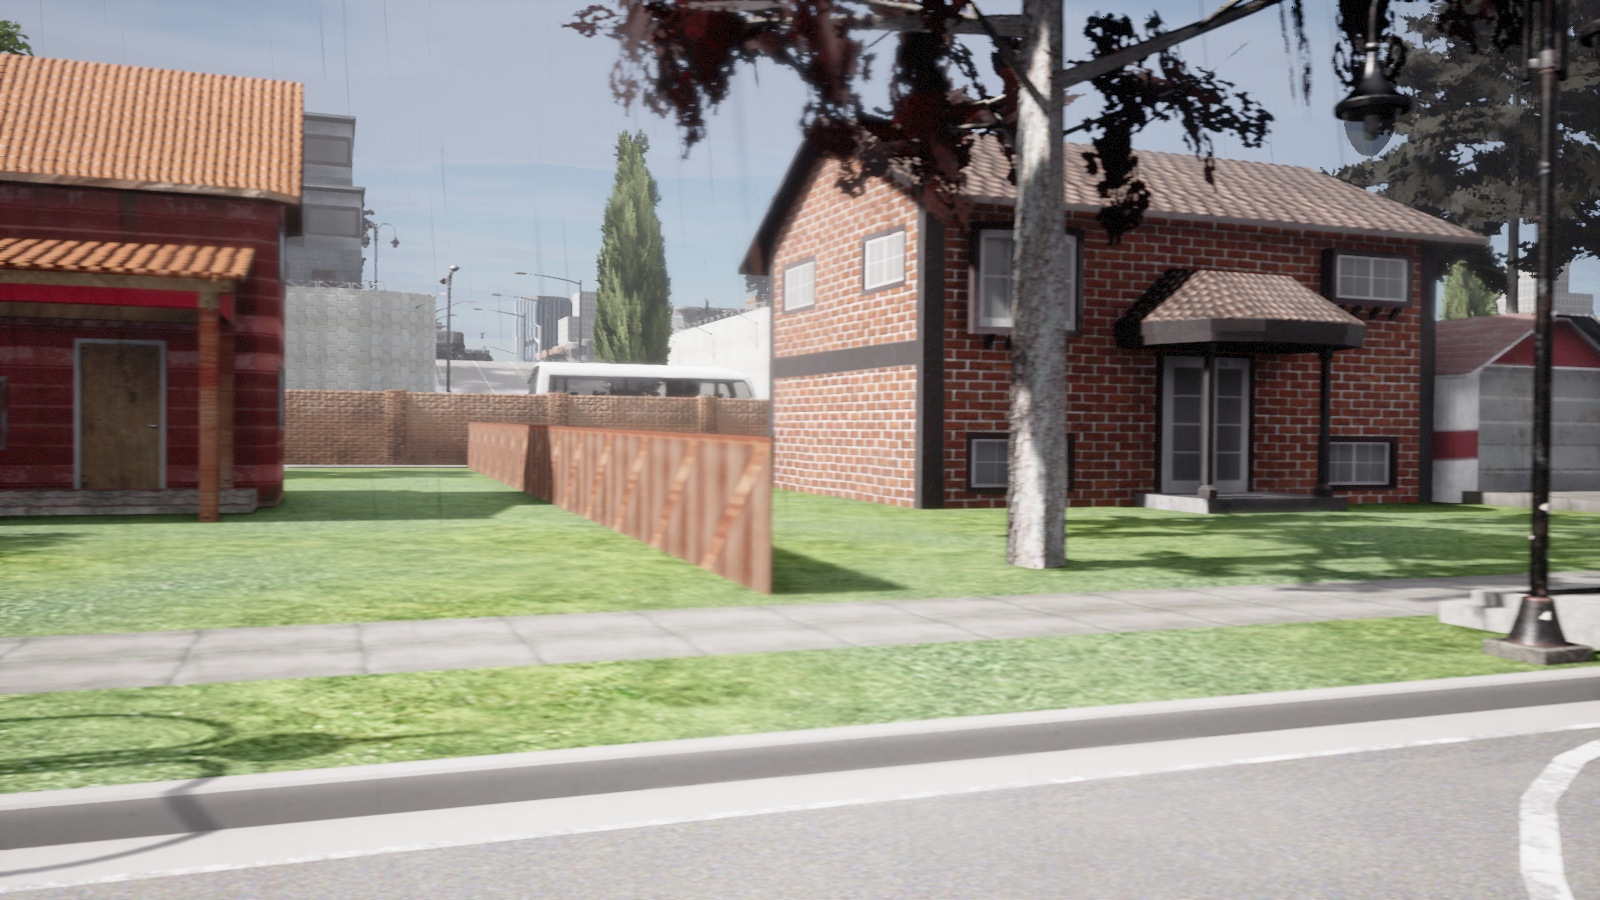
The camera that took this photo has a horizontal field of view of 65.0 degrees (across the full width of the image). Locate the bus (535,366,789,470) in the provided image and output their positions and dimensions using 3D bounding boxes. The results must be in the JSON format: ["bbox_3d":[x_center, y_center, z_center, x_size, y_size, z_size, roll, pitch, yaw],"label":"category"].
[{"bbox_3d":[-6.021,-1.403,54.648,10.273,4.253,3.944,-1,1,-20],"label":"bus"}]
